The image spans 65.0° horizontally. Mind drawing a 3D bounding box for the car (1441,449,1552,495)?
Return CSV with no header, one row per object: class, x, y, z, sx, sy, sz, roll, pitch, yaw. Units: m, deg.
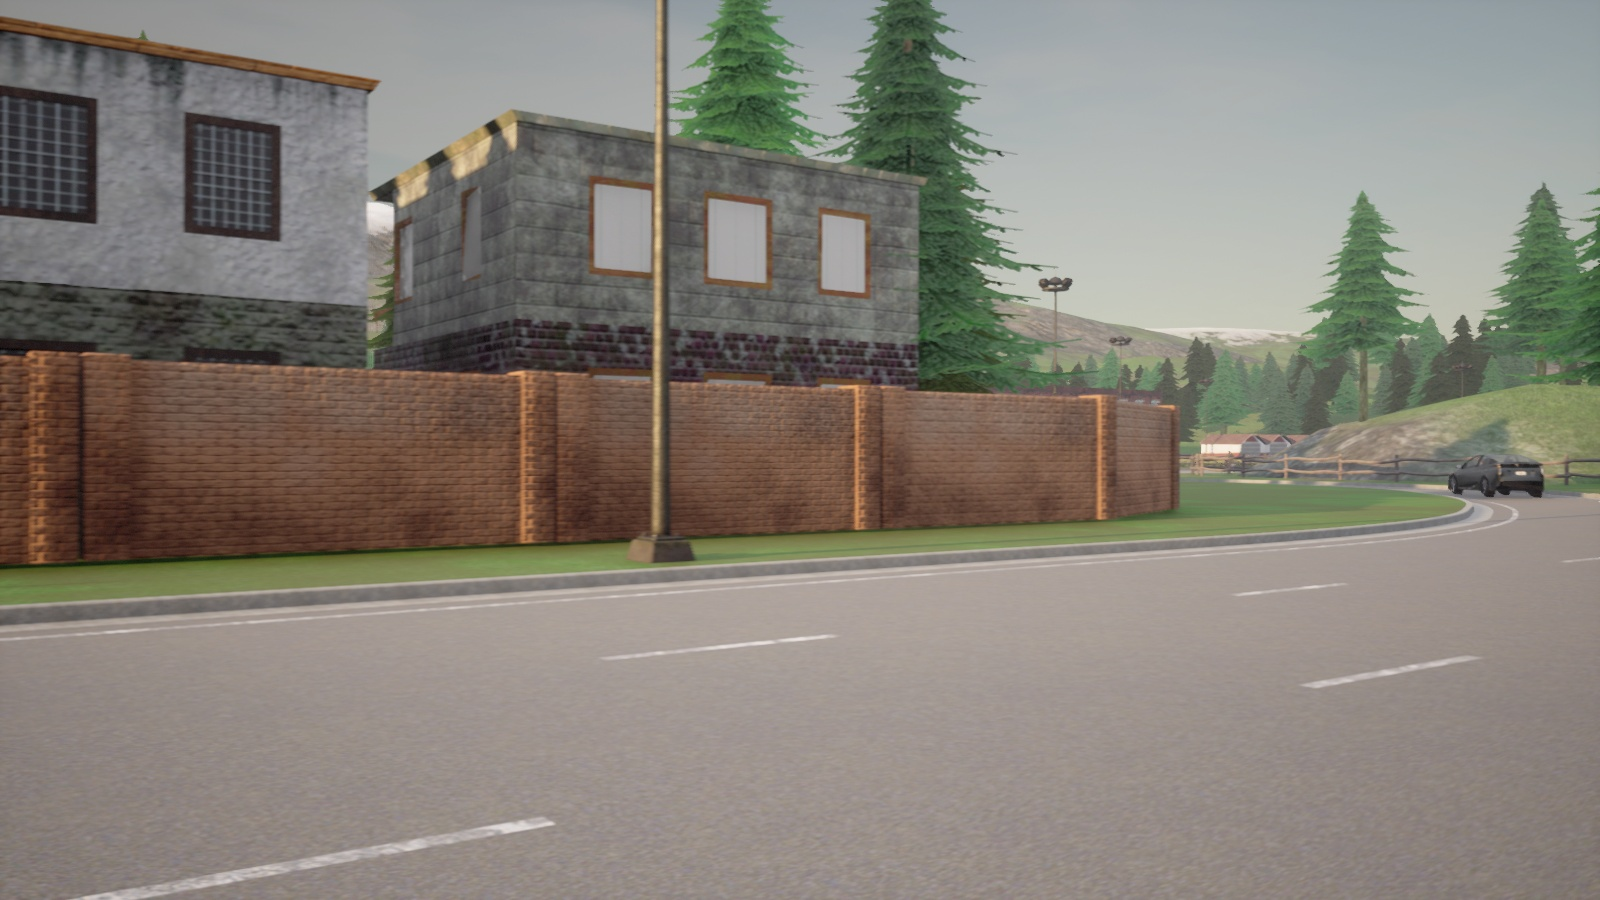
car,24.735,0.749,44.798,2.007,1.525,4.514,0,0,8
